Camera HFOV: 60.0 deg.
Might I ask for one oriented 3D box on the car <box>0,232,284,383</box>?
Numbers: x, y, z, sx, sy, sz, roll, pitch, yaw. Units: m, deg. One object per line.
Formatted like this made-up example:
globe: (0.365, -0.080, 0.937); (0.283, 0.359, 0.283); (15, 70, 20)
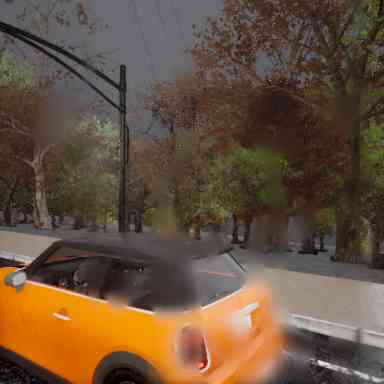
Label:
car: (-1.208, 1.351, 4.558); (4.553, 1.767, 2.097); (0, 0, 36)
